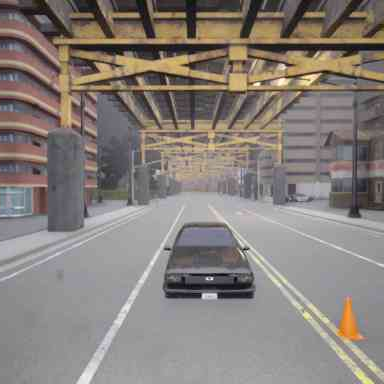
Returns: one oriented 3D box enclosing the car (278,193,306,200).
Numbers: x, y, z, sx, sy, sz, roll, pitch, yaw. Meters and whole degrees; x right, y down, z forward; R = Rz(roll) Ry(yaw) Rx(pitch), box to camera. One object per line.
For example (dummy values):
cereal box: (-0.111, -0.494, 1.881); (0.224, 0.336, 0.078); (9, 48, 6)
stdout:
car: (17.830, 0.802, 59.076); (4.536, 1.218, 1.853); (0, 1, 25)

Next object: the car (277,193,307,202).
car: (17.783, 0.959, 59.099); (4.974, 1.542, 2.038); (0, 1, 25)

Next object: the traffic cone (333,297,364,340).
traffic cone: (2.451, 1.949, 5.214); (0.340, 0.580, 0.340); (0, 0, 0)

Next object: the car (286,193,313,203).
car: (17.437, 1.006, 54.942); (4.974, 1.542, 2.038); (0, 1, -20)

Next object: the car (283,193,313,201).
car: (17.486, 0.848, 54.959); (4.536, 1.218, 1.853); (0, 1, -20)

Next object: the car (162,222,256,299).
car: (0.357, 1.533, 8.820); (2.033, 1.411, 5.357); (0, 0, 1)
